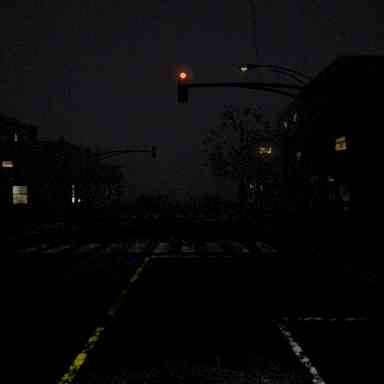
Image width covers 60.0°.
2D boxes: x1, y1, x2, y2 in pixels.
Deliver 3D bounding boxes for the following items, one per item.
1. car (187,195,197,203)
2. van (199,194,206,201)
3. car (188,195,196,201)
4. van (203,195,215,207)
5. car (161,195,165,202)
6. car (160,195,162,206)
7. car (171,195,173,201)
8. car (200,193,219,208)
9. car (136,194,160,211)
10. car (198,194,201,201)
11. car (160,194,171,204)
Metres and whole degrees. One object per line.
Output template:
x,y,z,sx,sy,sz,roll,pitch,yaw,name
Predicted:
-0.010,1.460,67.394,1.882,1.535,5.008,0,0,0,car
2.674,1.317,85.793,1.690,1.788,3.998,-1,0,0,van
-0.011,1.428,77.845,1.994,1.385,4.181,0,0,0,car
2.679,1.328,52.529,1.690,1.788,3.998,-1,0,0,van
-5.700,1.569,52.528,1.802,1.307,4.206,-1,0,0,car
-5.700,1.533,46.984,1.887,1.381,4.507,-1,0,0,car
-5.704,1.297,69.160,2.192,1.841,5.009,-1,0,0,car
2.679,1.303,46.985,2.192,1.841,5.009,-1,0,0,car
-5.700,1.305,41.440,2.192,1.841,5.009,-1,0,0,car
2.679,1.534,63.617,2.008,1.369,4.403,-1,0,0,car
-5.704,1.299,63.616,2.192,1.841,5.009,-1,0,0,car
